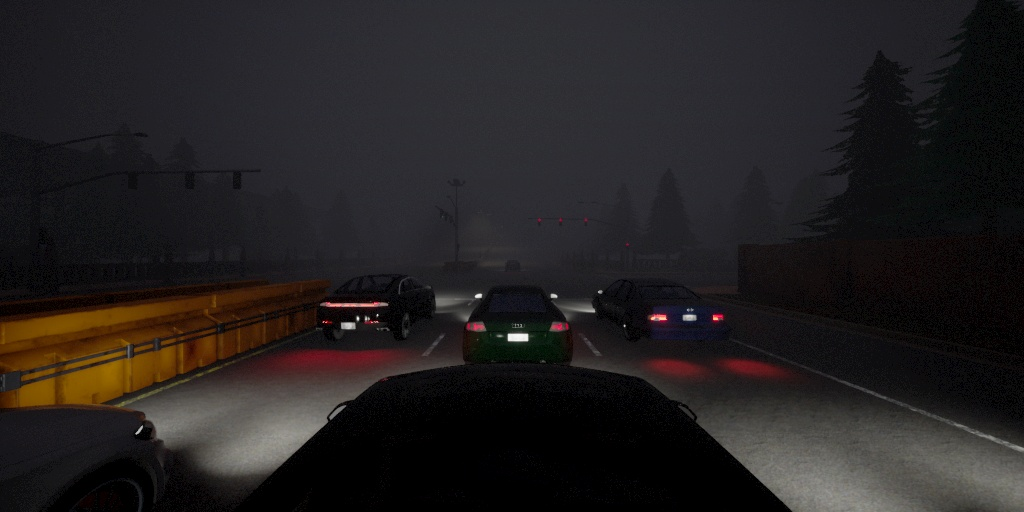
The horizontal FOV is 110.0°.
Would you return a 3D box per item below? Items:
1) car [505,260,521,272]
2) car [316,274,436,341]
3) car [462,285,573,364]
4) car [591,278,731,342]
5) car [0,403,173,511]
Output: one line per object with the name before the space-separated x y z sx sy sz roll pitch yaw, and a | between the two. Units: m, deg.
car | 0.096 1.228 45.954 1.882 1.535 5.008 0 0 0
car | -3.400 1.241 9.875 2.128 1.511 4.902 0 0 0
car | 0.099 1.314 7.924 1.994 1.385 4.181 0 0 0
car | 3.599 1.297 9.781 2.033 1.411 5.357 0 0 0
car | -3.403 1.276 0.638 1.812 1.442 4.674 0 0 0
